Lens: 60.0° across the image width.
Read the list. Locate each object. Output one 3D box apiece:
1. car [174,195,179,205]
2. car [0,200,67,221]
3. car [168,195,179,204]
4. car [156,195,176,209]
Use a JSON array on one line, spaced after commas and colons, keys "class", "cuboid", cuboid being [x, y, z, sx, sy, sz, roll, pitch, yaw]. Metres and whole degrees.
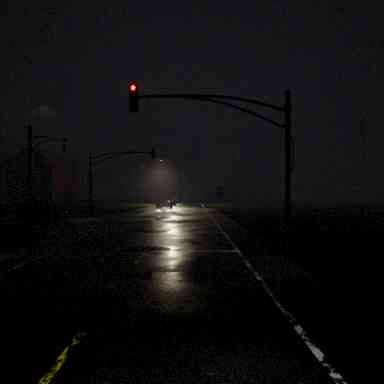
[{"class": "car", "cuboid": [-3.585, 1.477, 54.097, 1.812, 1.442, 4.674, 0, 0, 0]}, {"class": "car", "cuboid": [-12.095, 1.402, 25.262, 4.892, 1.490, 1.837, 0, 1, -12]}, {"class": "car", "cuboid": [-3.553, 1.412, 64.933, 1.882, 1.535, 5.008, 0, 0, 0]}, {"class": "car", "cuboid": [-3.596, 1.530, 44.493, 1.994, 1.385, 4.181, 0, 0, 0]}]
